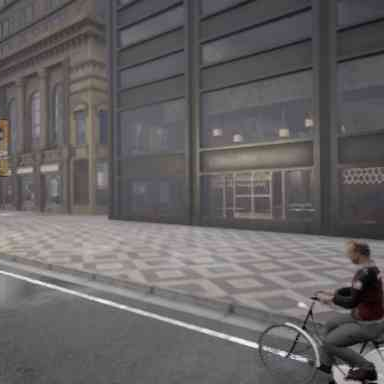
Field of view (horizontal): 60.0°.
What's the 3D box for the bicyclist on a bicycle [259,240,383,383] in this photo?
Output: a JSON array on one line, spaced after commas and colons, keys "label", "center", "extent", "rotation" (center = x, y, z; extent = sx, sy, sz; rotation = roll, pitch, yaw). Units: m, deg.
[{"label": "bicyclist on a bicycle", "center": [1.557, 1.380, 3.552], "extent": [1.843, 1.776, 0.659], "rotation": [0, 0, 36]}]
